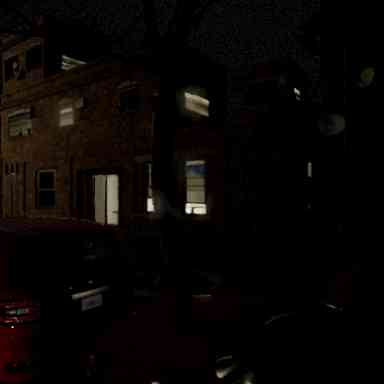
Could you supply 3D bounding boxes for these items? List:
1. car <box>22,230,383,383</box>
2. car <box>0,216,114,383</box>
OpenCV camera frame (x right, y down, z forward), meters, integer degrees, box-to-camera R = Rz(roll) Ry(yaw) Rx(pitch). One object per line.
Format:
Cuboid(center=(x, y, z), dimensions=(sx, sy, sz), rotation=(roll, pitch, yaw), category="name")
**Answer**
Cuboid(center=(1.468, 1.316, 1.844), dimensions=(5.009, 1.841, 2.192), rotation=(0, 0, 36), category="car")
Cuboid(center=(-3.050, 1.285, 5.066), dimensions=(5.009, 1.841, 2.192), rotation=(0, -1, 36), category="car")
